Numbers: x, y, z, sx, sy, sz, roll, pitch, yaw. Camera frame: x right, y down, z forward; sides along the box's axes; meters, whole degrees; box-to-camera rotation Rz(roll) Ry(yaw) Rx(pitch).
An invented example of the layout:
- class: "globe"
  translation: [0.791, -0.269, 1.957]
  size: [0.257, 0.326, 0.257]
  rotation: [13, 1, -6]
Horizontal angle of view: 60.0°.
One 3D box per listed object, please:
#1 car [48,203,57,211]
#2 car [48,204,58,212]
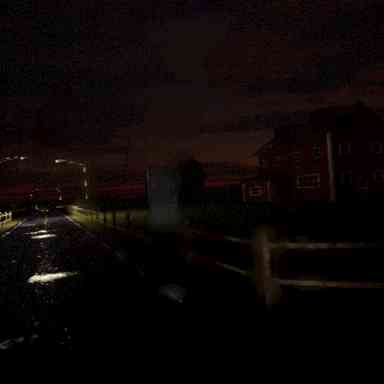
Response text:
- class: "car"
  translation: [-36.637, 3.839, 87.212]
  size: [2.097, 1.767, 4.553]
  rotation: [-4, 0, -24]
- class: "car"
  translation: [-32.632, 3.867, 78.036]
  size: [1.994, 1.385, 4.181]
  rotation: [-4, 0, -24]
